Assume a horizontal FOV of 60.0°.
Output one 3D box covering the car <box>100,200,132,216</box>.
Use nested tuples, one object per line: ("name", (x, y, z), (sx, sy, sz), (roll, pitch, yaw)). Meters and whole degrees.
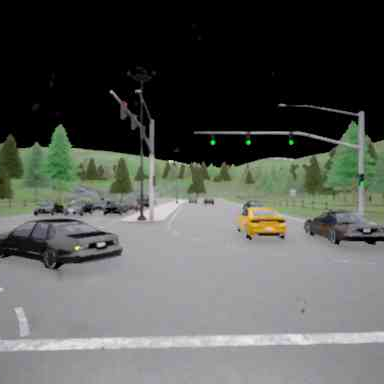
("car", (-8.052, 1.781, 35.546), (1.895, 1.301, 4.718), (0, 0, 0))

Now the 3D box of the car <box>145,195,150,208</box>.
("car", (-8.007, 1.499, 54.791), (2.150, 2.045, 5.566), (0, 0, 0))

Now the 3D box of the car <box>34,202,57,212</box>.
("car", (-15.046, 1.743, 35.300), (1.994, 1.385, 4.181), (0, 0, 0))

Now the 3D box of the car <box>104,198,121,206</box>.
("car", (-15.004, 1.866, 63.034), (2.033, 1.411, 5.357), (0, 0, 0))

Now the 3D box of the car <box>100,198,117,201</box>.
("car", (-11.506, 1.783, 43.156), (1.994, 1.385, 4.181), (0, 0, 0))

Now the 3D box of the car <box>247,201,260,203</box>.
("car", (7.095, 1.743, 38.487), (2.033, 1.411, 5.357), (0, 0, 0))

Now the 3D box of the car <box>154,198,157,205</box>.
("car", (-7.993, 1.877, 65.201), (2.033, 1.411, 5.357), (0, 0, 0))

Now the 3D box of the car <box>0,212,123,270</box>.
("car", (-4.768, 1.605, 11.215), (5.357, 1.411, 2.033), (0, -1, 34))

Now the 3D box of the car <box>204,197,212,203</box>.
("car", (3.751, 1.949, 78.349), (1.994, 1.385, 4.181), (0, 0, 1))

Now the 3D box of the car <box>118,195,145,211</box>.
("car", (-8.006, 1.577, 44.490), (2.097, 1.767, 4.553), (0, 0, 0))

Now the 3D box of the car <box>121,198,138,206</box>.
("car", (-11.505, 1.802, 61.409), (2.128, 1.511, 4.902), (0, 0, 0))

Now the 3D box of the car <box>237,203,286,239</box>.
("car", (3.598, 1.569, 17.945), (1.882, 1.535, 5.008), (0, 0, 0))

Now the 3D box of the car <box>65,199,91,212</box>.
("car", (-15.006, 1.748, 43.929), (1.812, 1.442, 4.674), (0, 0, 0))

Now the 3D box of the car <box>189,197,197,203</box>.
("car", (0.241, 1.947, 77.986), (1.994, 1.385, 4.181), (0, 0, 1))

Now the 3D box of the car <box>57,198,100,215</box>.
("car", (-11.565, 1.665, 34.296), (2.128, 1.511, 4.902), (0, 0, 1))

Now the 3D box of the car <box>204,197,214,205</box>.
("car", (3.532, 1.822, 67.990), (1.882, 1.535, 5.008), (0, 0, 1))

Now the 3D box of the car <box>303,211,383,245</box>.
("car", (7.098, 1.629, 16.008), (2.033, 1.411, 5.357), (0, 0, 0))
